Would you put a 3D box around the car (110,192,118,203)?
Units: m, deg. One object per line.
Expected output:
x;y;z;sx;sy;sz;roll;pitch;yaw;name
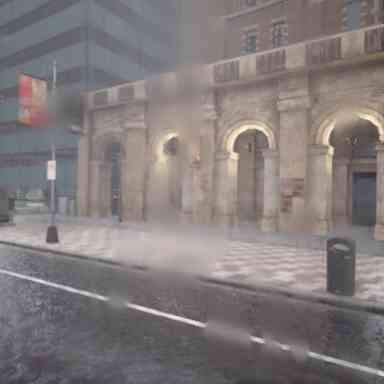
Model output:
-9.075;1.032;35.270;5.566;2.045;2.435;1;0;33;car
